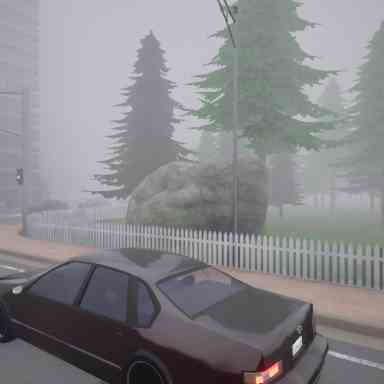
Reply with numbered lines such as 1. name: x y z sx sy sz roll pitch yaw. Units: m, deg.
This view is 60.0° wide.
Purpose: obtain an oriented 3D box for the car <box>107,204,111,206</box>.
1. car: -14.325 1.297 54.186 2.097 1.767 4.553 0 0 -12

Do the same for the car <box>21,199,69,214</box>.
1. car: -15.235 1.492 34.907 2.033 1.411 5.357 0 0 17

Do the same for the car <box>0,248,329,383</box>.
1. car: -1.015 1.547 4.712 5.357 1.411 2.033 0 0 35

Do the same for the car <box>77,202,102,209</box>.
1. car: -13.573 1.545 44.400 1.895 1.301 4.718 0 0 3
